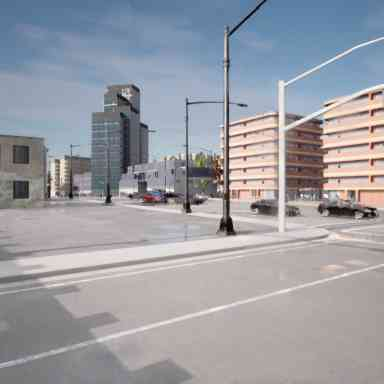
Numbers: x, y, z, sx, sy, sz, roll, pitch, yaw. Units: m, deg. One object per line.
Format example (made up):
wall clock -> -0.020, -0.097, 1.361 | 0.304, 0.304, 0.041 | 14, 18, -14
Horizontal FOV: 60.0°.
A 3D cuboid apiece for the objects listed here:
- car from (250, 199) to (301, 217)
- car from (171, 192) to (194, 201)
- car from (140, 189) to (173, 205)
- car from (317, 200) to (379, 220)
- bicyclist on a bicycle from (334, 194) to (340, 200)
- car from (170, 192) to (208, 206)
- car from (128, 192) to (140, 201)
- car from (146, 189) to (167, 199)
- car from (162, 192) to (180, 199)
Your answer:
car -> 7.263, 1.386, 29.263 | 1.837, 1.490, 4.892 | 0, 1, -34
car -> -1.842, 0.862, 61.459 | 1.837, 1.490, 4.892 | 0, 1, -34
car -> -5.134, 0.881, 47.416 | 2.097, 1.767, 4.553 | 0, 1, -34
car -> 12.763, 1.421, 27.474 | 2.128, 1.511, 4.902 | 0, 1, -35
bicyclist on a bicycle -> 20.042, 1.093, 45.989 | 1.656, 1.620, 0.582 | 0, 1, -34
car -> -0.475, 1.131, 46.788 | 2.033, 1.411, 5.357 | 0, 1, -34
car -> -9.966, 0.743, 60.841 | 2.033, 1.411, 5.357 | 0, 1, -34
car -> -7.497, 0.334, 69.631 | 2.150, 2.045, 5.566 | 0, 1, -34
car -> -4.592, 0.661, 71.584 | 1.994, 1.385, 4.181 | 0, 1, -34
